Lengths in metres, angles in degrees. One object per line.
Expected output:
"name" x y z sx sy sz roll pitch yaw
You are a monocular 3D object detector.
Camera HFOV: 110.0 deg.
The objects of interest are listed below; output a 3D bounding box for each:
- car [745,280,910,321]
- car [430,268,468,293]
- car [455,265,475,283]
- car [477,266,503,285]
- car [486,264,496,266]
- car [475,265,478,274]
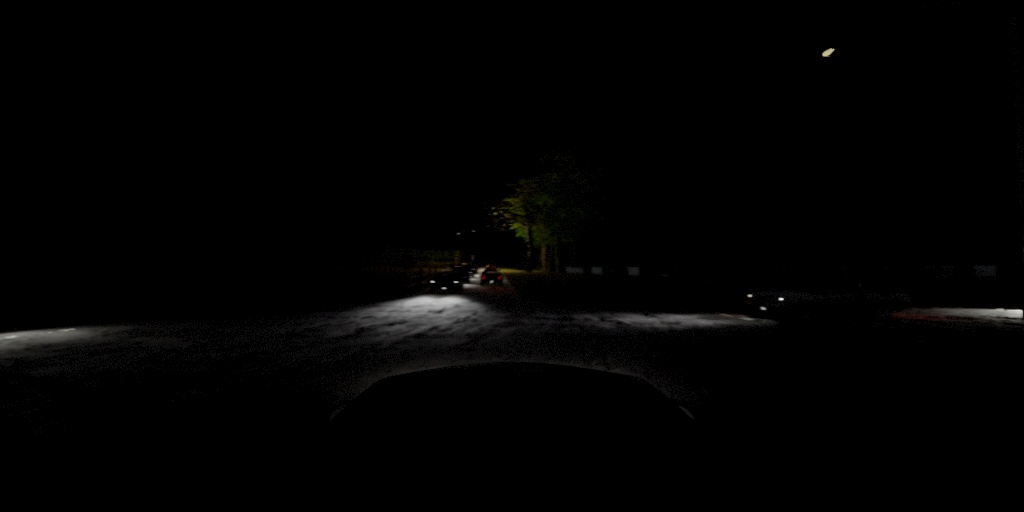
"car" 11.136 1.546 12.909 4.718 1.301 1.895 0 -2 -4
"car" -4.304 1.707 24.272 1.895 1.301 4.718 1 -1 -3
"car" -4.899 1.780 34.042 2.033 1.411 5.357 1 -1 -4
"car" -1.806 1.846 31.718 1.895 1.301 4.718 1 -1 -3
"car" -3.403 1.965 57.882 1.882 1.535 5.008 1 0 -3
"car" -5.484 1.838 43.865 1.837 1.490 4.892 1 -1 -3
